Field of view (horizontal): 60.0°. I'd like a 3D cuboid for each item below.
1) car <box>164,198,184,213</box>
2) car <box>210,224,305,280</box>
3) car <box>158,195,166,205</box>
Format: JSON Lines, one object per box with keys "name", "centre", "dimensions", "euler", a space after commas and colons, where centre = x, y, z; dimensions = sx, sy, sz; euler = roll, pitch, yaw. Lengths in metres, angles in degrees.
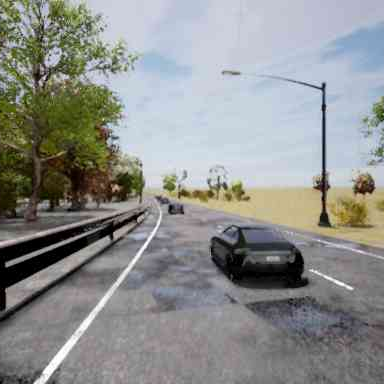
{"name": "car", "centre": [-2.166, 1.906, 43.354], "dimensions": [2.128, 1.511, 4.902], "euler": [0, 0, -7]}
{"name": "car", "centre": [1.796, 1.669, 10.357], "dimensions": [1.994, 1.385, 4.181], "euler": [0, -1, -7]}
{"name": "car", "centre": [-6.095, 2.054, 76.095], "dimensions": [2.097, 1.767, 4.553], "euler": [0, -1, -7]}
